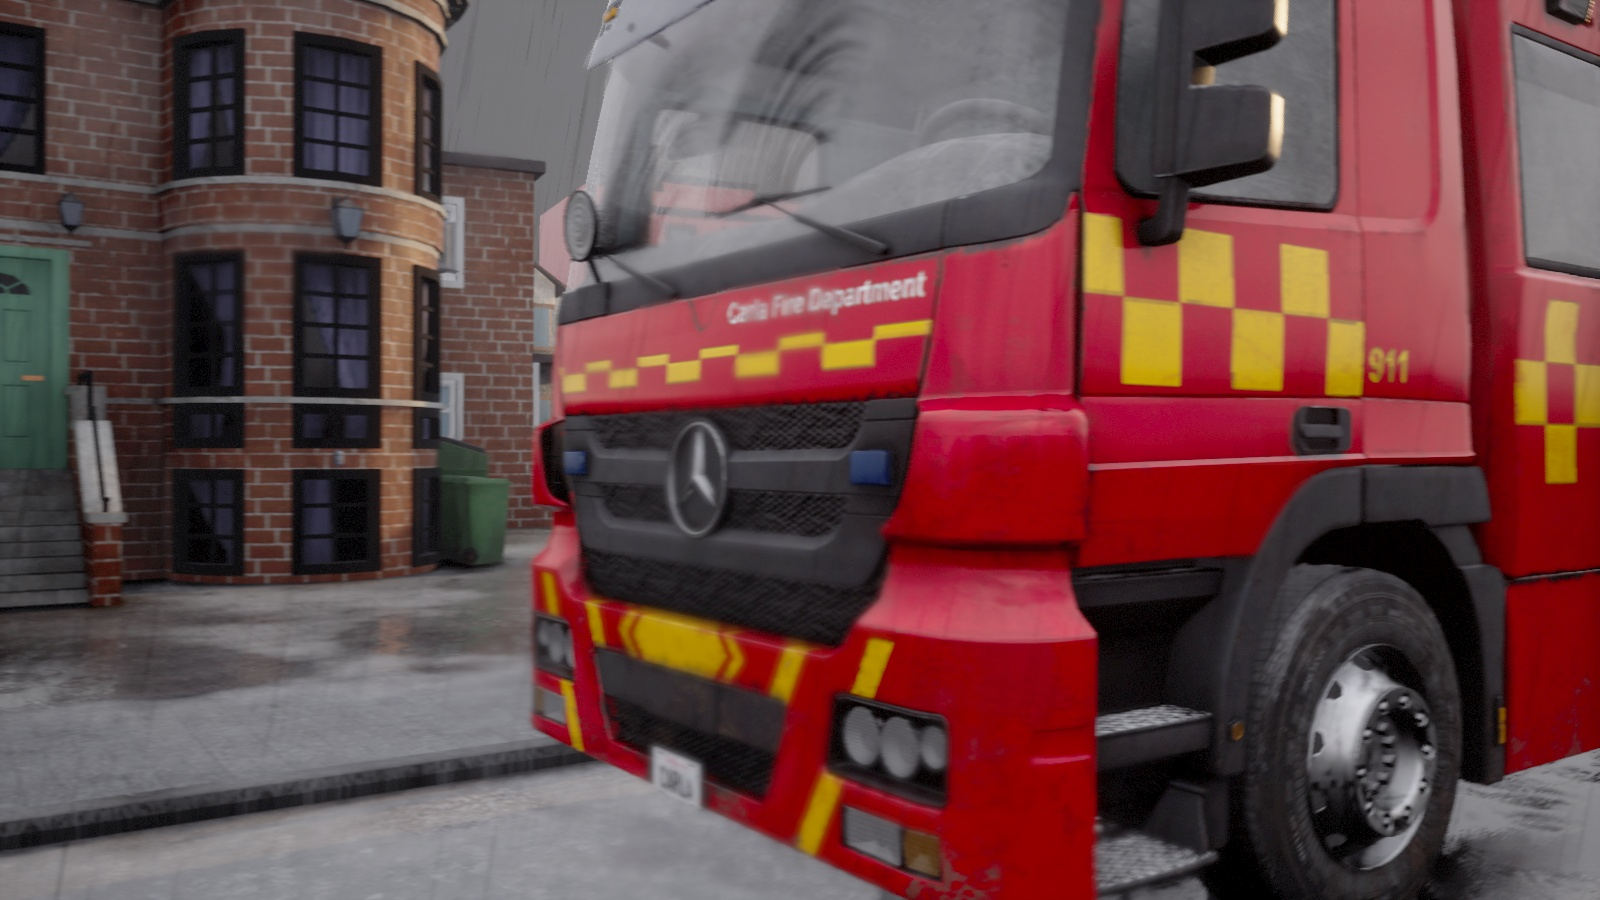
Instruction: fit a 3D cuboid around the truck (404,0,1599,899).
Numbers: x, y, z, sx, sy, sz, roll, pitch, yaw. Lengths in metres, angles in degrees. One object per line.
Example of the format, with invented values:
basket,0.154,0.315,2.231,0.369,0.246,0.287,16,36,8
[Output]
truck,2.741,-0.410,6.183,8.468,3.827,2.891,0,0,-35
